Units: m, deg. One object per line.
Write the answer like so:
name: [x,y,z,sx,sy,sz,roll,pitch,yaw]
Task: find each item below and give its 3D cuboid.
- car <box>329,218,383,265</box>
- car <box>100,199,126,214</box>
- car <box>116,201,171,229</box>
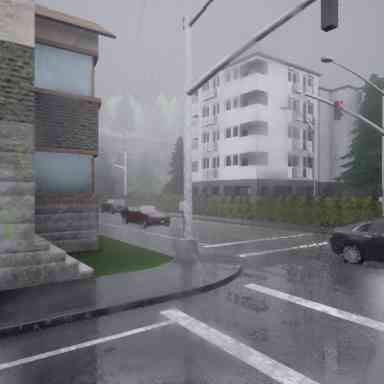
car: [6.560,1.569,9.826,1.837,1.490,4.892,1,-1,-35]
car: [-8.748,1.528,37.622,2.097,1.767,4.553,0,0,-35]
car: [-3.368,1.654,23.720,1.882,1.535,5.008,0,0,-35]
